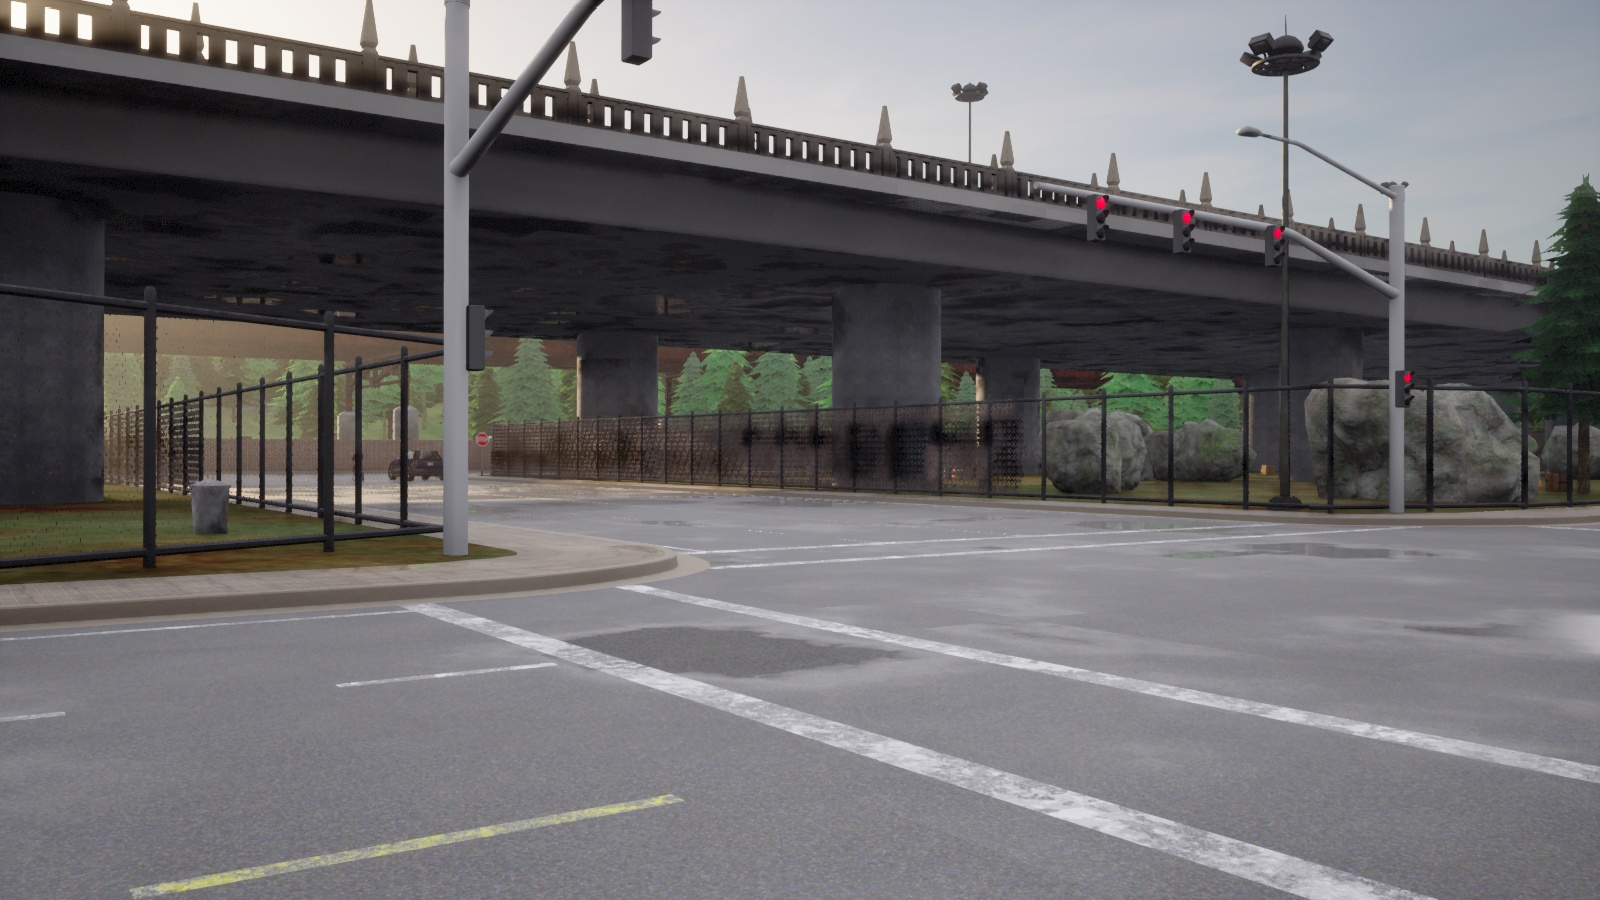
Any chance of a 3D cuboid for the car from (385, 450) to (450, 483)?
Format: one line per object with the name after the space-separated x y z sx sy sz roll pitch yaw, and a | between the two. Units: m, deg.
-21.011 0.872 68.921 2.097 1.767 4.553 0 0 -35 | car
